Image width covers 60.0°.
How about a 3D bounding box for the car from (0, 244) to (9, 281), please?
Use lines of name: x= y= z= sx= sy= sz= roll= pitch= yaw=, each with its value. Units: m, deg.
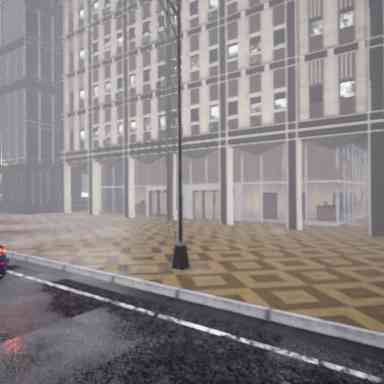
car: x=-6.301 y=1.461 z=8.174 sx=4.674 sy=1.442 sz=1.812 roll=0 pitch=0 yaw=35
